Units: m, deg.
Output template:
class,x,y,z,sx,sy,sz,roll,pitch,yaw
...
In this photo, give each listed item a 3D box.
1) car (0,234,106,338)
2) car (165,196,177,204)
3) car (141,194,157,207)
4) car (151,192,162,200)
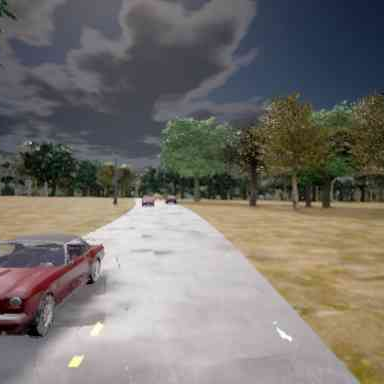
class,x,y,z,sx,sy,sz,roll,pitch,yaw
car,-3.205,1.598,6.705,1.895,1.301,4.718,0,0,-1
car,-3.723,1.380,59.018,1.882,1.535,5.008,0,0,-9
car,-6.542,1.402,49.723,1.882,1.535,5.008,0,0,-7
car,-8.028,1.168,77.773,1.882,1.535,5.008,0,0,-10
